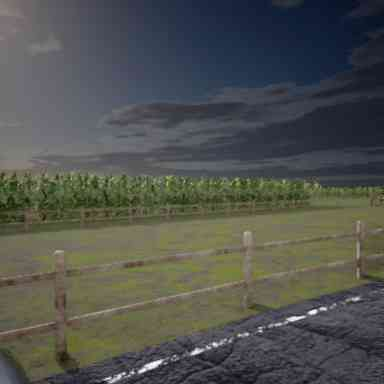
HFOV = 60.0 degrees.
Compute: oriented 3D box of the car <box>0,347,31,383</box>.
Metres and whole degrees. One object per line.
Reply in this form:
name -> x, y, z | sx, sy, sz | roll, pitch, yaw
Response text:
car -> -3.128, 1.557, 0.754 | 5.357, 1.411, 2.033 | 0, 0, -36
